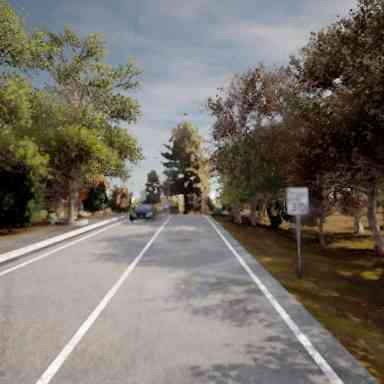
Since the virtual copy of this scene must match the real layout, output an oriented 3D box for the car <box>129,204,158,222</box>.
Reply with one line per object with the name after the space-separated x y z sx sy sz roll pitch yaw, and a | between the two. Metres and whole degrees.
-3.885 1.691 27.313 1.994 1.385 4.181 0 -1 -1 | car
